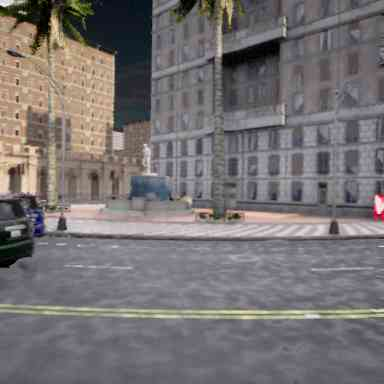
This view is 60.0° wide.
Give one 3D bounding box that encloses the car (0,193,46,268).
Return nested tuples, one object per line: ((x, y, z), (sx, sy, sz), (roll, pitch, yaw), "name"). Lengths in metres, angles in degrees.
((-7.011, 1.090, 8.818), (5.566, 2.045, 2.150), (1, 0, 11), "car")

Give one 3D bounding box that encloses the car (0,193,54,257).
((-8.374, 1.062, 12.718), (5.566, 2.045, 2.150), (1, 0, 15), "car")
